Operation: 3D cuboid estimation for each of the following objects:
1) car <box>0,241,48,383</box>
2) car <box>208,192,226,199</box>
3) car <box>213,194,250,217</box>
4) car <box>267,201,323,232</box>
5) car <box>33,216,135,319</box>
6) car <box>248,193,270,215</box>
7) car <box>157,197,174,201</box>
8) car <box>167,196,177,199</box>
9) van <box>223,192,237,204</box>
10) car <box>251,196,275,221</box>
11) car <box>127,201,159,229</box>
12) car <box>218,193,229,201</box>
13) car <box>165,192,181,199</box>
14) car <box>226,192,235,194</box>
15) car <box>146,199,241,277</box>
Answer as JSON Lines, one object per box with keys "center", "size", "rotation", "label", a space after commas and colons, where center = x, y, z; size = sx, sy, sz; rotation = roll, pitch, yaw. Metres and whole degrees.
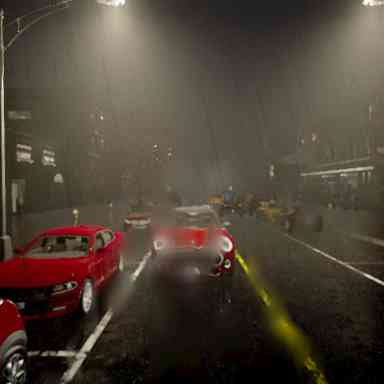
{"center": [-2.690, 1.421, 1.793], "size": [1.967, 1.590, 4.097], "rotation": [-1, 1, 0], "label": "car"}
{"center": [3.235, 1.038, 45.771], "size": [1.882, 1.535, 5.008], "rotation": [0, 0, 1], "label": "car"}
{"center": [3.161, 1.225, 27.843], "size": [2.128, 1.511, 4.902], "rotation": [0, 1, 1], "label": "car"}
{"center": [5.754, 1.389, 18.409], "size": [1.947, 1.339, 4.313], "rotation": [-1, 1, 0], "label": "car"}
{"center": [-2.668, 1.473, 7.342], "size": [1.887, 1.381, 4.507], "rotation": [-1, 1, 0], "label": "car"}
{"center": [5.793, 1.032, 29.503], "size": [2.192, 1.841, 5.009], "rotation": [-1, 1, 0], "label": "car"}
{"center": [-2.606, 1.320, 23.986], "size": [2.008, 1.369, 4.403], "rotation": [-1, 1, 0], "label": "car"}
{"center": [-2.584, 1.298, 29.535], "size": [1.802, 1.307, 4.206], "rotation": [-1, 1, 0], "label": "car"}
{"center": [5.877, 0.845, 51.695], "size": [1.690, 1.788, 3.998], "rotation": [-1, 1, 0], "label": "van"}
{"center": [5.776, 1.294, 24.126], "size": [1.752, 1.417, 4.829], "rotation": [-1, 1, 0], "label": "car"}
{"center": [-2.626, 1.404, 18.438], "size": [1.802, 1.307, 4.206], "rotation": [-1, 1, 0], "label": "car"}
{"center": [5.921, 0.920, 62.963], "size": [1.752, 1.417, 4.829], "rotation": [-1, 1, 0], "label": "car"}
{"center": [-2.525, 0.871, 46.176], "size": [2.192, 1.841, 5.009], "rotation": [-1, 1, 0], "label": "car"}
{"center": [5.859, 1.081, 46.319], "size": [1.752, 1.417, 4.829], "rotation": [-1, 1, 0], "label": "car"}
{"center": [0.035, 1.258, 9.978], "size": [2.097, 1.767, 4.553], "rotation": [0, 0, 0], "label": "car"}
